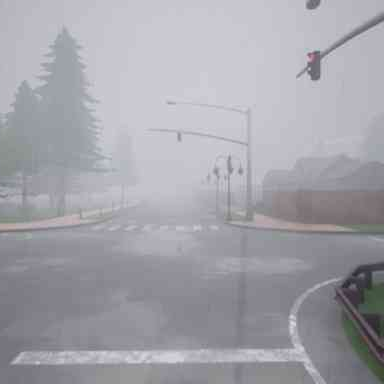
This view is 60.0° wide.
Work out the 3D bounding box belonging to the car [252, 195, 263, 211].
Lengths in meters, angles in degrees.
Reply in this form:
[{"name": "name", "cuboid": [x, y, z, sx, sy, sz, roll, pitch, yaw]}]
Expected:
[{"name": "car", "cuboid": [8.809, 1.165, 36.431, 4.605, 1.855, 1.932, 0, 0, -1]}]
